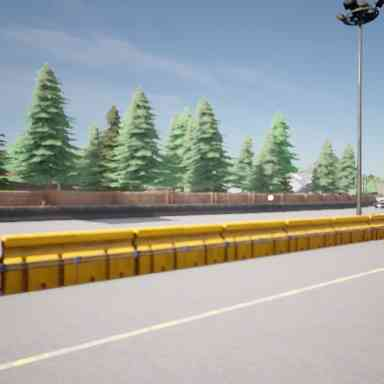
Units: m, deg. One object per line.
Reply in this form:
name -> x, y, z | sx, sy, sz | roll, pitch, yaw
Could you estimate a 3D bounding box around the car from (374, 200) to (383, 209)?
car -> 32.716, 2.148, 57.006 | 2.128, 1.511, 4.902 | 0, 0, 44
